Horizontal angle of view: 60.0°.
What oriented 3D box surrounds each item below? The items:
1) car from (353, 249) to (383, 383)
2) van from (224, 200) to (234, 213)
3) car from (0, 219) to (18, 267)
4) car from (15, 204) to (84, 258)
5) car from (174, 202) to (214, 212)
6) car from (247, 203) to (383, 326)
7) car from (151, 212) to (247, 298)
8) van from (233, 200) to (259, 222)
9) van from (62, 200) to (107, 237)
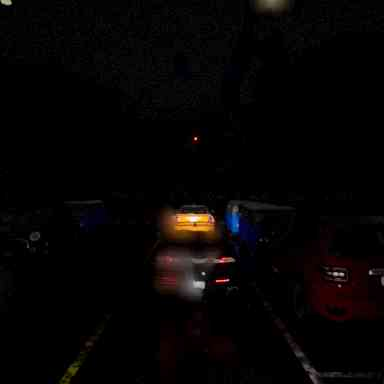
[{"bbox_3d":[2.760,1.440,1.550,1.967,1.590,4.097,0,0,0],"label":"car"},{"bbox_3d":[2.727,1.342,17.863,1.690,1.788,3.998,0,0,0],"label":"van"},{"bbox_3d":[-5.776,1.525,6.801,1.752,1.417,4.829,0,0,0],"label":"car"},{"bbox_3d":[-5.787,1.441,12.408,1.967,1.590,4.097,0,0,0],"label":"car"},{"bbox_3d":[0.104,1.353,17.558,2.097,1.767,4.553,0,0,1],"label":"car"},{"bbox_3d":[2.749,1.315,6.988,2.192,1.841,5.009,0,0,0],"label":"car"},{"bbox_3d":[0.086,1.492,8.508,2.128,1.511,4.902,0,0,0],"label":"car"},{"bbox_3d":[2.738,1.342,12.425,1.690,1.788,3.998,0,0,0],"label":"van"},{"bbox_3d":[-5.798,1.342,17.846,1.690,1.788,3.998,0,0,0],"label":"van"}]
